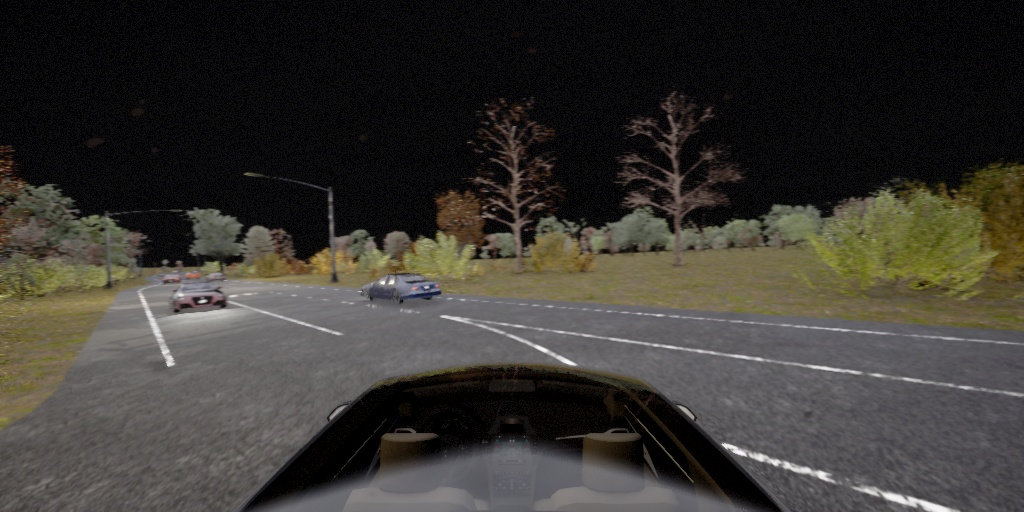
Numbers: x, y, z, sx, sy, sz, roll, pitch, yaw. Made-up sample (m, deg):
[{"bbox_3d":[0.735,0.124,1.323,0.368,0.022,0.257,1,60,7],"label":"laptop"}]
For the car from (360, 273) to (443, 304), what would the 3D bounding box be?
[{"bbox_3d":[-5.719,1.574,18.192,5.357,1.411,2.033,-3,0,43],"label":"car"}]

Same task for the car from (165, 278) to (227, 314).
[{"bbox_3d":[-16.278,2.058,18.547,4.181,1.385,1.994,-3,0,43],"label":"car"}]
